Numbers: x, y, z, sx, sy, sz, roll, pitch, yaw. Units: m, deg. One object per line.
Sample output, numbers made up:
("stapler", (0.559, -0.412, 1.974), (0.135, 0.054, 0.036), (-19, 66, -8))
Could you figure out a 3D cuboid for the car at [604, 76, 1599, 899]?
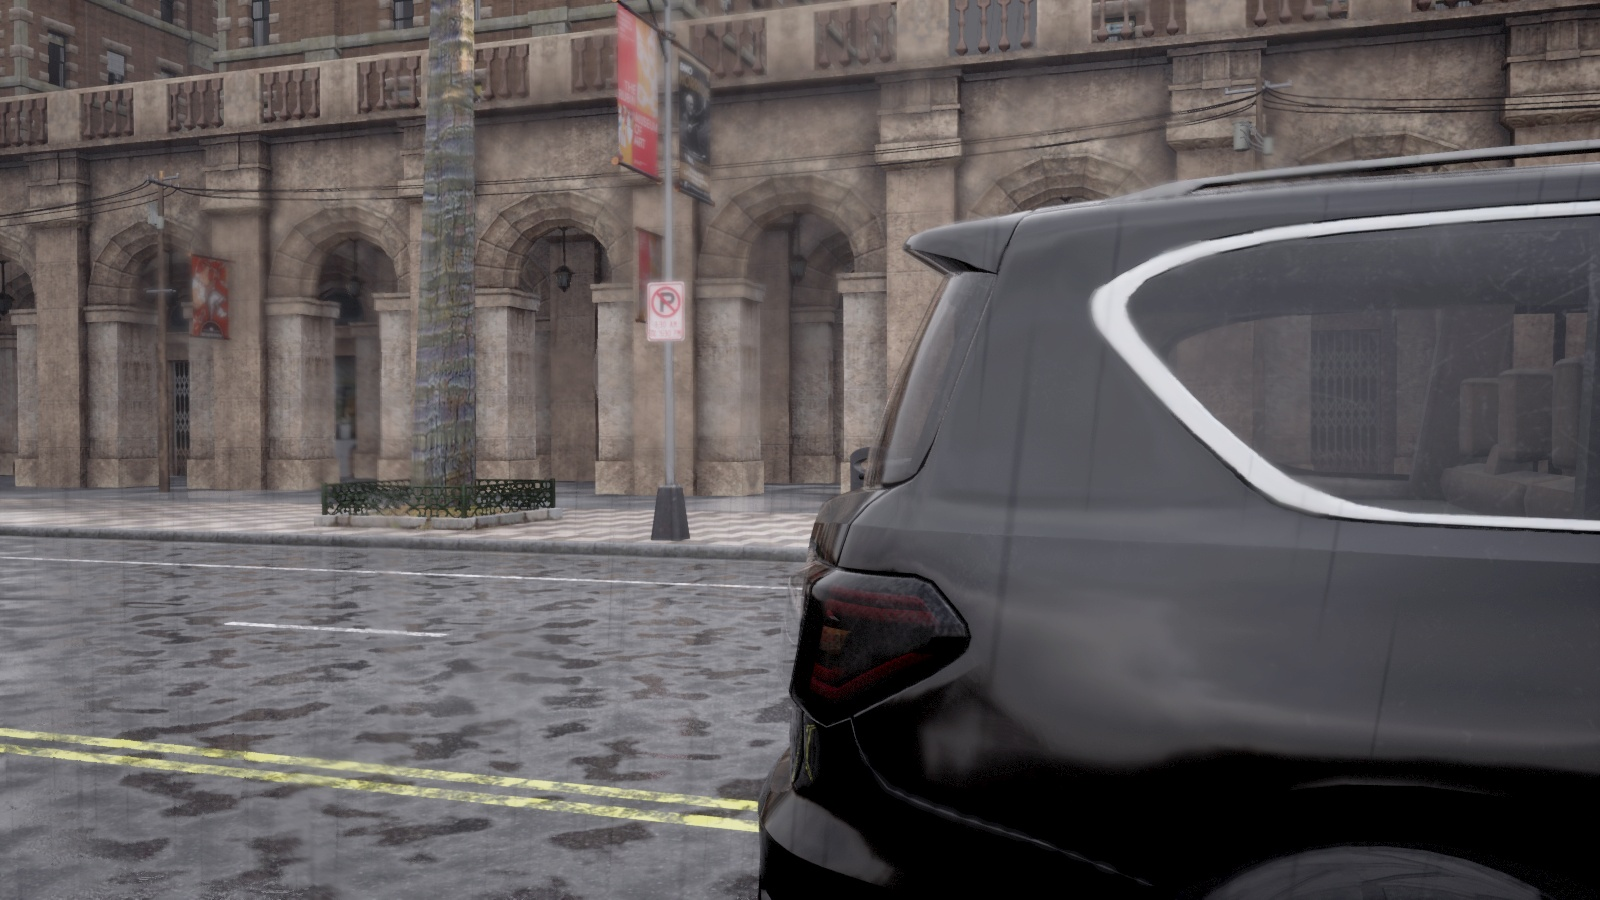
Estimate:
("car", (2.642, 0.519, 2.301), (5.566, 2.045, 2.150), (1, 1, 19))
